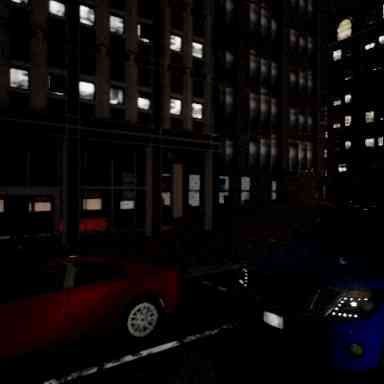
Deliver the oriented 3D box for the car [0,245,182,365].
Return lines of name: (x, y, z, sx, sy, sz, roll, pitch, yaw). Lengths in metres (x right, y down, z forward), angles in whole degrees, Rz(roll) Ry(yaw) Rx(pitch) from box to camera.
car: (-2.271, 1.544, 4.936, 4.507, 1.381, 1.887, 0, 0, -36)

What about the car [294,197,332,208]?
car: (17.183, 1.443, 47.430, 1.752, 1.417, 4.829, 0, 0, -36)

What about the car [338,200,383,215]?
car: (17.073, 1.490, 33.203, 1.802, 1.307, 4.206, 0, 0, -36)

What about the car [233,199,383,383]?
car: (3.250, 1.214, 5.696, 5.566, 2.045, 2.150, 0, 0, -35)

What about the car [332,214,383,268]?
car: (6.992, 1.551, 11.543, 4.313, 1.339, 1.947, 0, 0, -36)
